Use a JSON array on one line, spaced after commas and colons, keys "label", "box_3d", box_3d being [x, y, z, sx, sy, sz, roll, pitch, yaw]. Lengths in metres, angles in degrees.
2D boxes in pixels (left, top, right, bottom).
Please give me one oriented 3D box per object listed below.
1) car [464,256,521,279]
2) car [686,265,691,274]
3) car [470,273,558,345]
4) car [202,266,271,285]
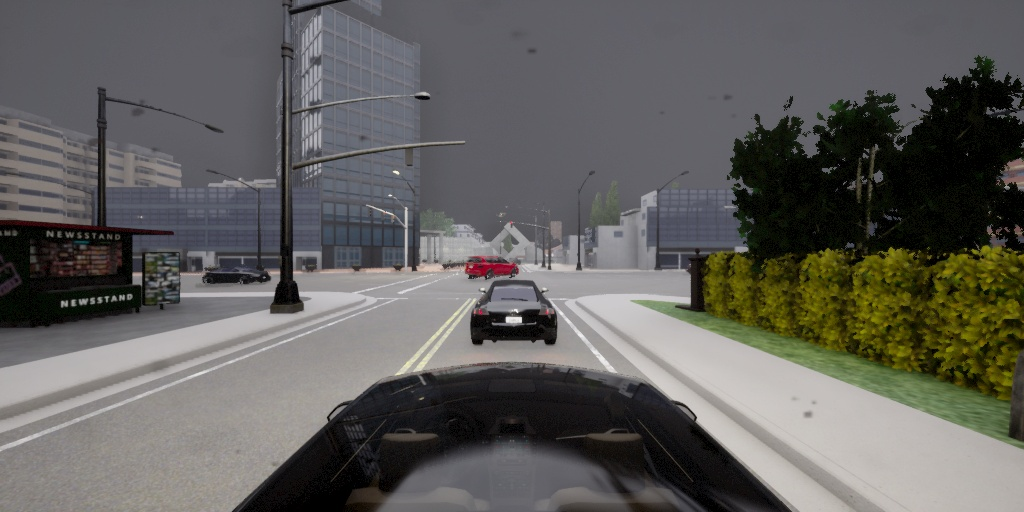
[{"label": "car", "box_3d": [-1.727, 0.990, 31.392, 2.150, 2.045, 5.566, 2, 1, 37]}, {"label": "car", "box_3d": [21.195, 1.177, 38.302, 5.008, 1.535, 1.882, 0, 0, -1]}, {"label": "car", "box_3d": [0.044, 1.314, 9.553, 1.994, 1.385, 4.181, 0, 0, 0]}, {"label": "car", "box_3d": [-20.712, 1.466, 27.081, 4.181, 1.385, 1.994, -1, 0, -1]}]
